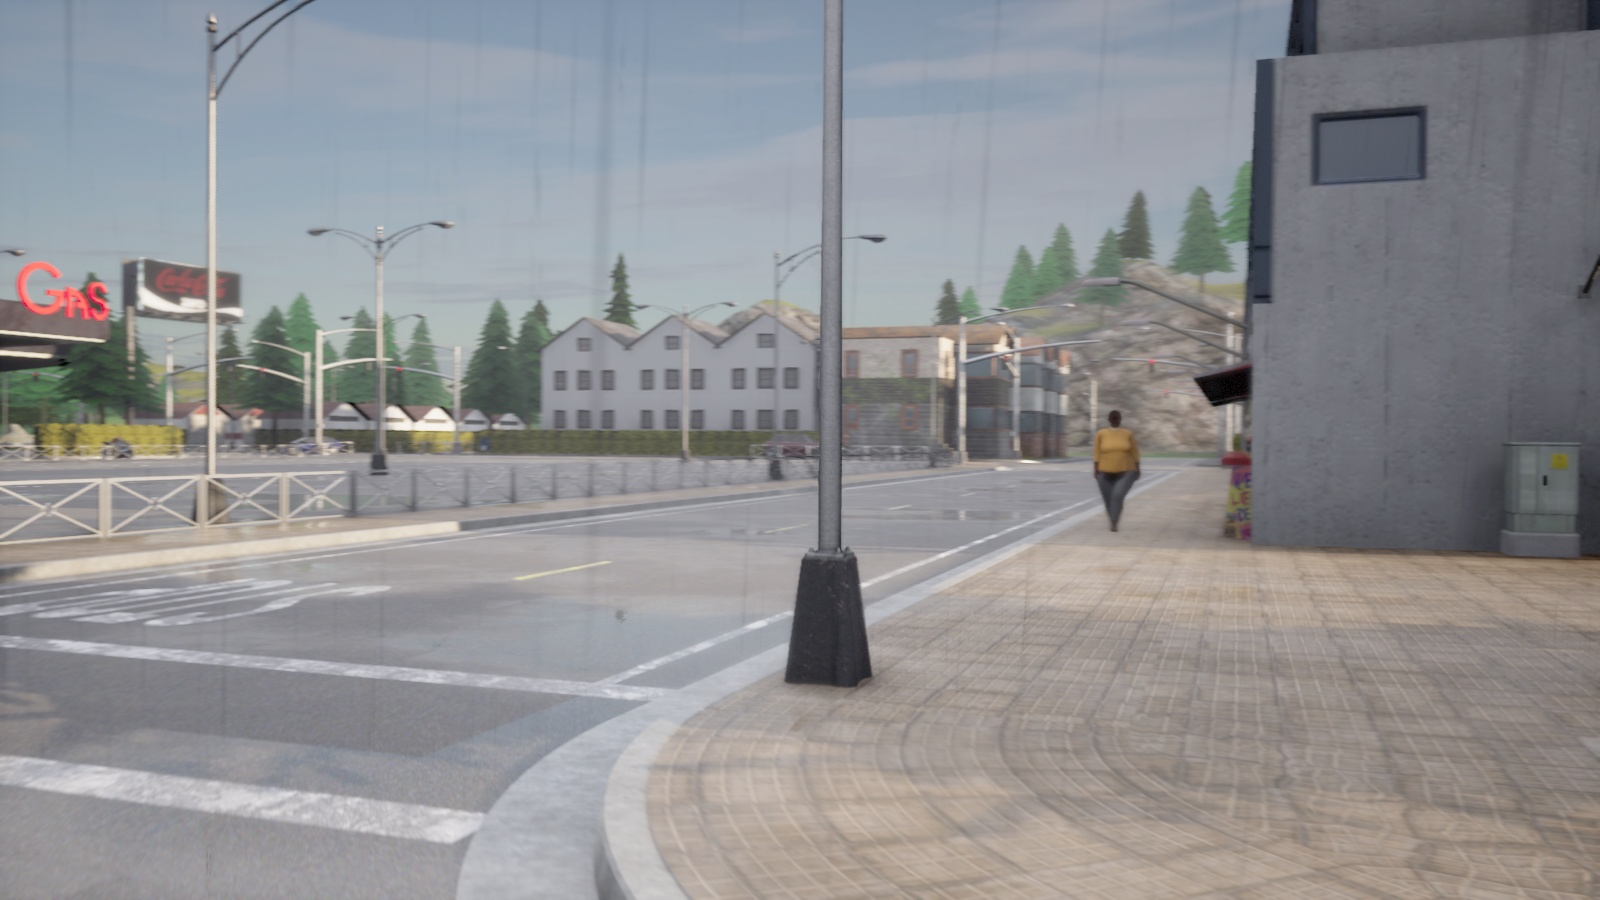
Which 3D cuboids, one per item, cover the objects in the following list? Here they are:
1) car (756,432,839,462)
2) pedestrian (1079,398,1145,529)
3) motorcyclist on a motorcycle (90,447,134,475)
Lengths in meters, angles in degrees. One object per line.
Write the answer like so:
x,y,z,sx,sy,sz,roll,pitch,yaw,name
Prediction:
-0.150,-0.207,76.465,4.553,1.767,2.097,0,0,19,car
4.576,0.191,18.384,0.874,1.855,0.900,0,0,16,pedestrian
-39.864,0.624,72.797,0.866,1.530,2.191,0,0,19,motorcyclist on a motorcycle
